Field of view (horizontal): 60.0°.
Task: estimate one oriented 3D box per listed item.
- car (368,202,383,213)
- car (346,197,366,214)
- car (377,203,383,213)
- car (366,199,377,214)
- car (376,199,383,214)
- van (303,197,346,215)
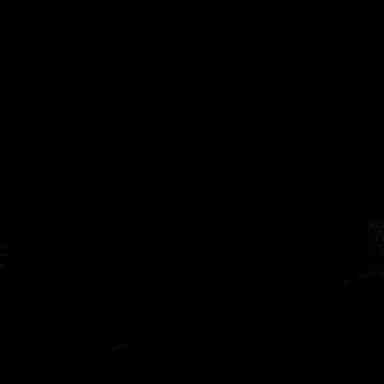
[{"bbox_3d":[28.897,2.352,48.926,2.097,1.535,5.008,2,-1,-35],"label":"car"},{"bbox_3d":[17.715,1.654,40.999,2.435,2.045,5.566,2,-1,-35],"label":"car"},{"bbox_3d":[31.255,2.448,50.605,2.097,1.535,5.008,2,-1,-35],"label":"car"},{"bbox_3d":[20.086,1.988,42.427,1.946,1.575,5.366,2,-1,-35],"label":"car"},{"bbox_3d":[22.235,2.082,44.177,2.231,1.521,4.892,2,-1,-35],"label":"car"},{"bbox_3d":[15.308,1.601,39.394,1.878,1.987,4.442,2,-1,-35],"label":"van"}]
